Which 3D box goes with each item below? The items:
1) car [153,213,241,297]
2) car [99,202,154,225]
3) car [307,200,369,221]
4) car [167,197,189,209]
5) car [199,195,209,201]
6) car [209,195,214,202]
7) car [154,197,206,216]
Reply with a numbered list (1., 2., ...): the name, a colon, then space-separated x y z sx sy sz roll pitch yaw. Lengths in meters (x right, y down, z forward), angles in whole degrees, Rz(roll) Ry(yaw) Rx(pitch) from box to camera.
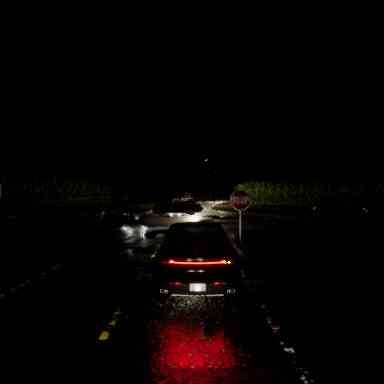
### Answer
1. car: 0.096 1.506 8.533 1.837 1.490 4.892 0 0 0
2. car: -5.201 1.473 24.370 2.128 1.511 4.902 1 0 -38
3. car: 11.981 1.436 27.410 4.553 1.767 2.097 0 0 5
4. car: -1.893 1.510 46.727 2.128 1.511 4.902 0 0 8
5. car: 1.635 1.611 69.572 1.994 1.385 4.181 0 0 12
6. car: 3.961 1.429 79.435 2.097 1.767 4.553 0 0 15
7. car: -1.425 1.499 32.155 4.902 1.511 2.128 0 0 4
